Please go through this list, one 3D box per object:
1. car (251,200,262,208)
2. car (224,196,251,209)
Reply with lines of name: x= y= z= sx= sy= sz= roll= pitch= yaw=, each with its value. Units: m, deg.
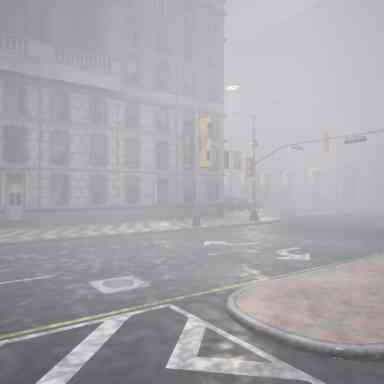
car: x=7.284 y=1.547 z=46.668 sx=2.033 sy=1.411 sz=5.357 roll=0 pitch=0 yaw=-36
car: x=5.030 y=1.352 z=43.812 sx=2.097 sy=1.767 sz=4.553 roll=0 pitch=0 yaw=-35
